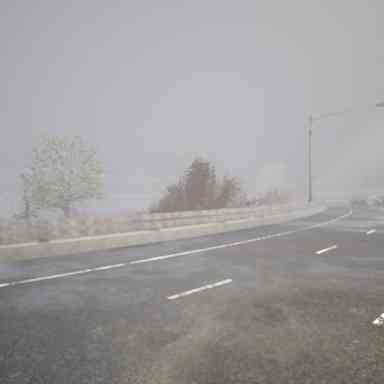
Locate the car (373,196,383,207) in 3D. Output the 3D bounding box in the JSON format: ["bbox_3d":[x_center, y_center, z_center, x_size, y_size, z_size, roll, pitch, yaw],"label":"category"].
[{"bbox_3d":[29.187,1.328,50.702,2.097,1.767,4.553,0,0,19],"label":"car"}]

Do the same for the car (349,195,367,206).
[{"bbox_3d":[26.125,1.326,52.558,2.097,1.767,4.553,0,0,18],"label":"car"}]
